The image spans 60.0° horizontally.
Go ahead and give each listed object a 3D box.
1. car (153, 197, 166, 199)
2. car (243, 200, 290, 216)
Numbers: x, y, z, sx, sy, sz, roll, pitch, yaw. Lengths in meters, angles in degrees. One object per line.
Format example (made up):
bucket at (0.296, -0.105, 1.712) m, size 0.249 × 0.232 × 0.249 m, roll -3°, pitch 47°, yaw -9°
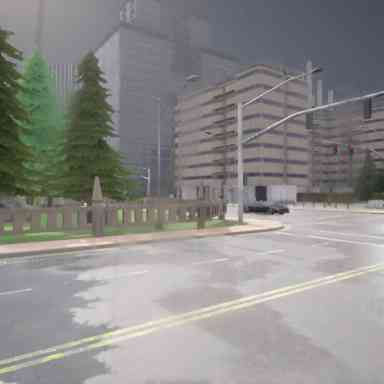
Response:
car at (-4.801, 1.491, 49.746) m, size 2.128 × 1.511 × 4.902 m, roll 0°, pitch 0°, yaw -35°
car at (7.073, 1.547, 33.037) m, size 2.033 × 1.411 × 5.357 m, roll 0°, pitch 0°, yaw -36°
